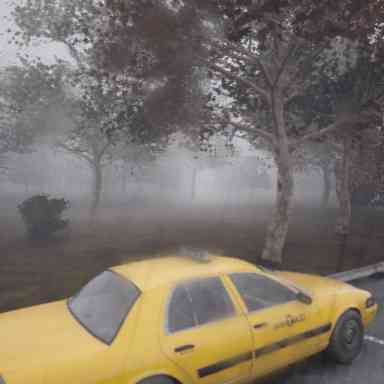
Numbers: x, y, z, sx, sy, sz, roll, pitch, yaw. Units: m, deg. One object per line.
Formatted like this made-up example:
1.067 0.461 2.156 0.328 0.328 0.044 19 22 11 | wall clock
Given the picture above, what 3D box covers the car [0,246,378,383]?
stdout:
0.274 1.475 4.237 5.366 1.575 1.946 0 0 -33 | car
